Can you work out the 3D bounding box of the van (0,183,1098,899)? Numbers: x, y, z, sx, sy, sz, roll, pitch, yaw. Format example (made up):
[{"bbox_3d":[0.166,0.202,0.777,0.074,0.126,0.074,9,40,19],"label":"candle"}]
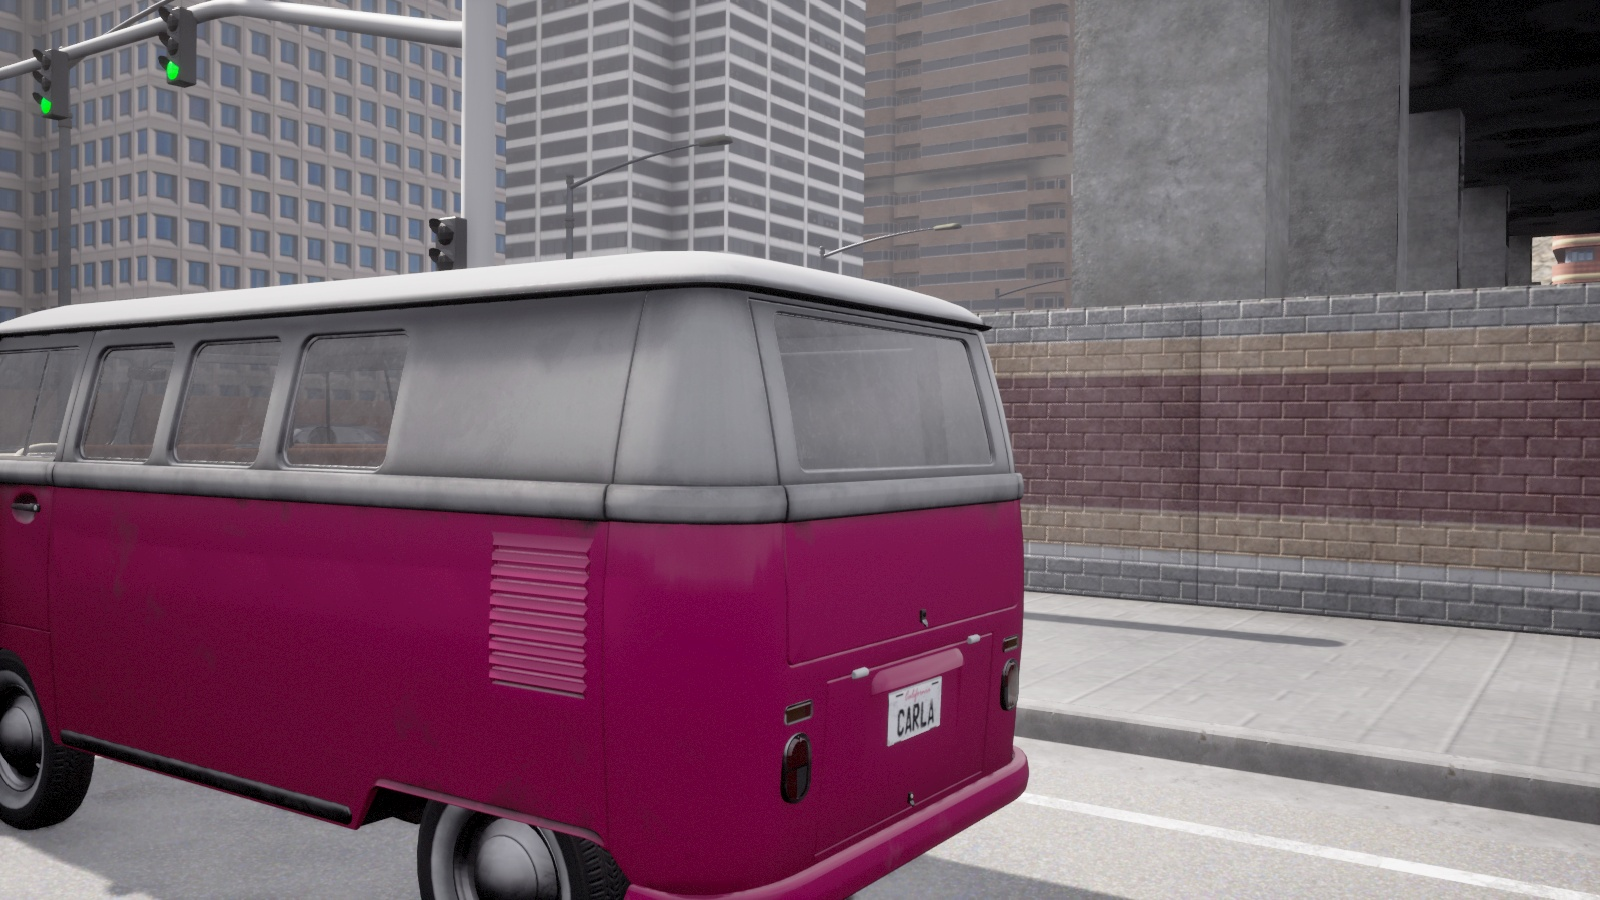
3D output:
[{"bbox_3d":[-1.387,0.435,4.539,4.442,1.987,1.775,0,1,34],"label":"van"}]
